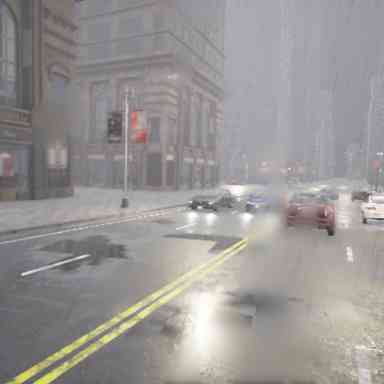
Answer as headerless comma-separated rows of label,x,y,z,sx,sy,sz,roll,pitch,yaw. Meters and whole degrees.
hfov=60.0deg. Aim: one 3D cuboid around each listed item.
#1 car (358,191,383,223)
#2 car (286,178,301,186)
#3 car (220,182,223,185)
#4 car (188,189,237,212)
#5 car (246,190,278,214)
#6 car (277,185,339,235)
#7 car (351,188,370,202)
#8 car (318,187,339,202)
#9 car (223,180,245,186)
car,10.471,0.934,18.525,1.812,1.442,4.674,3,3,24
car,18.377,-1.492,59.932,2.150,2.045,5.566,3,3,24
car,5.922,-2.565,85.236,4.829,1.417,1.752,3,3,24
car,1.578,0.483,22.886,2.033,1.411,5.357,3,3,24
car,5.047,0.576,22.648,1.812,1.442,4.674,3,3,24
car,5.513,0.766,15.296,2.097,1.767,4.553,3,3,24
car,18.436,0.281,36.186,1.882,1.535,5.008,3,3,24
car,15.131,0.244,36.715,1.994,1.385,4.181,3,3,24
car,10.907,-2.249,83.041,4.507,1.381,1.887,3,3,24
